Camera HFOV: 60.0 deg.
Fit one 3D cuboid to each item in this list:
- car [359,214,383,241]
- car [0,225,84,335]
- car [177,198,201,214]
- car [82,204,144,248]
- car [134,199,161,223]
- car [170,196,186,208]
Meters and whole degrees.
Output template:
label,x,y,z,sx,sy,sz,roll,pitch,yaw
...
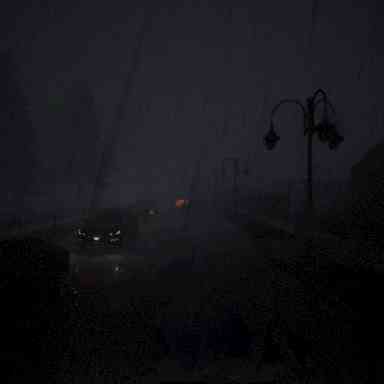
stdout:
label,x,y,z,sx,sy,sz,roll,pitch,yaw
car,8.966,1.174,13.241,3.866,1.878,1.905,0,0,0
car,-3.587,1.524,5.696,1.812,1.442,4.674,0,0,0
car,-0.213,1.592,35.637,1.895,1.301,4.718,0,0,-6
car,-3.570,1.501,14.870,1.837,1.490,4.892,0,0,0
car,-3.540,1.345,24.932,2.097,1.767,4.553,0,0,0
car,-1.794,1.339,47.564,2.097,1.767,4.553,0,0,-12
